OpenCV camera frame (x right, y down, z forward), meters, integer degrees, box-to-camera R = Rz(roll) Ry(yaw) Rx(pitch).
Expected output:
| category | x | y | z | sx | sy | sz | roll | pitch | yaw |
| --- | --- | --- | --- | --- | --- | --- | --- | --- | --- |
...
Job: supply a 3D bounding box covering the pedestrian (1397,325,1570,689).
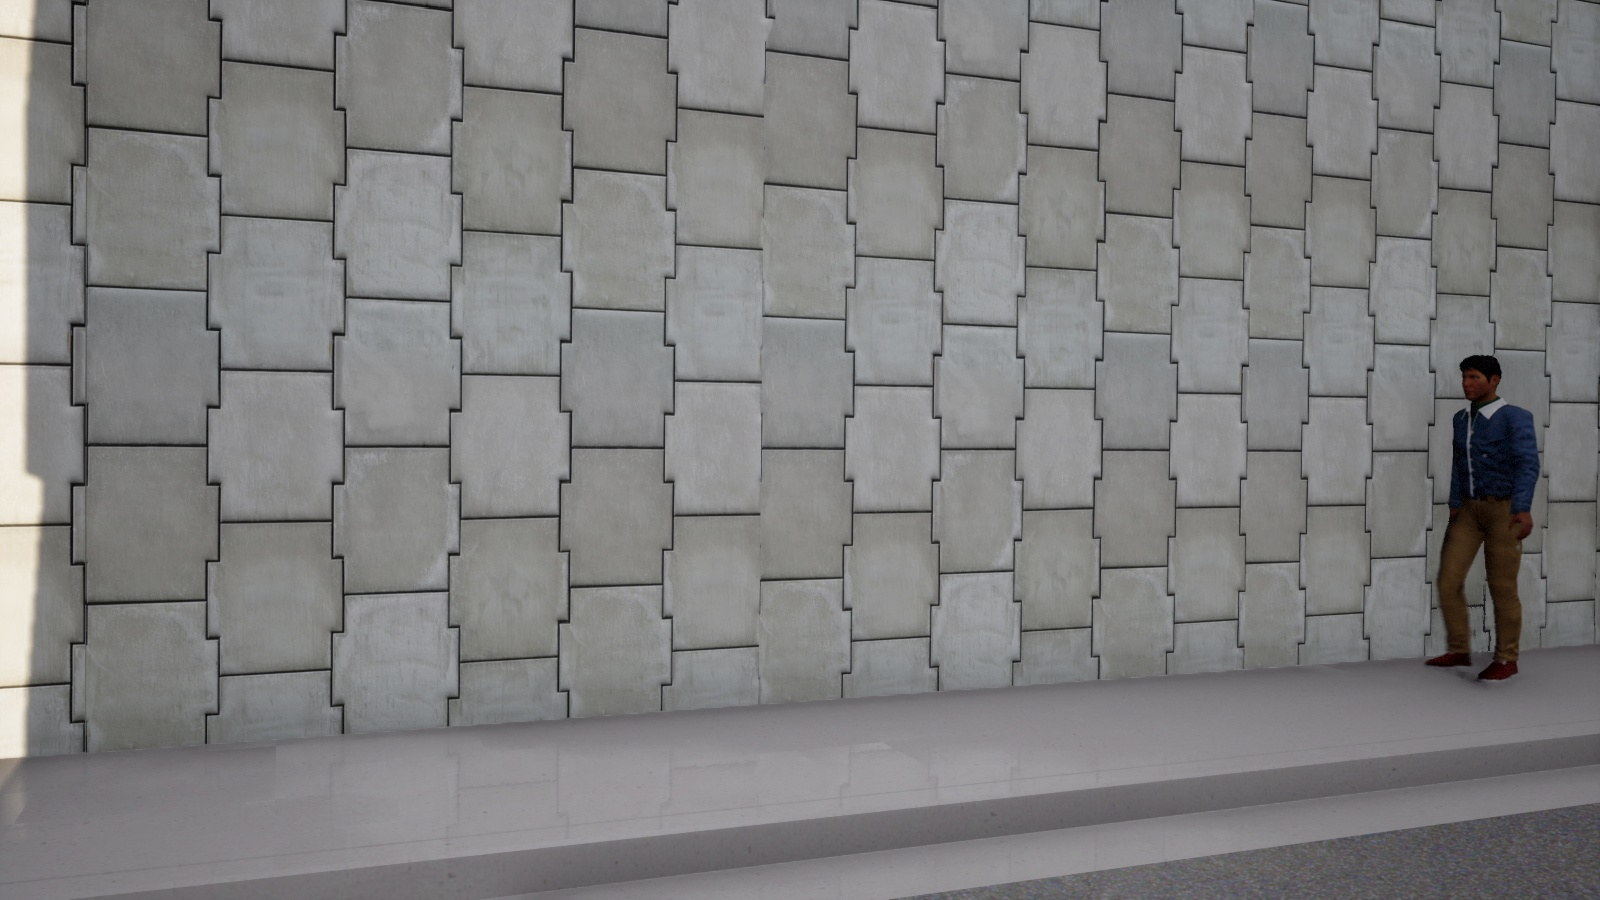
| category | x | y | z | sx | sy | sz | roll | pitch | yaw |
| --- | --- | --- | --- | --- | --- | --- | --- | --- | --- |
| pedestrian | 3.830 | 0.297 | 7.043 | 0.788 | 1.949 | 0.423 | -1 | 1 | -17 |
